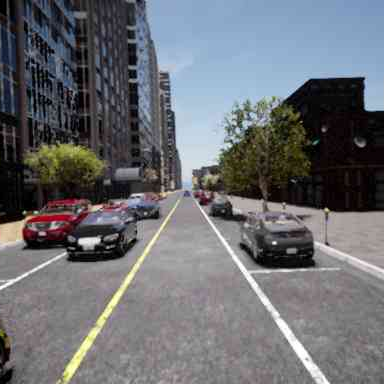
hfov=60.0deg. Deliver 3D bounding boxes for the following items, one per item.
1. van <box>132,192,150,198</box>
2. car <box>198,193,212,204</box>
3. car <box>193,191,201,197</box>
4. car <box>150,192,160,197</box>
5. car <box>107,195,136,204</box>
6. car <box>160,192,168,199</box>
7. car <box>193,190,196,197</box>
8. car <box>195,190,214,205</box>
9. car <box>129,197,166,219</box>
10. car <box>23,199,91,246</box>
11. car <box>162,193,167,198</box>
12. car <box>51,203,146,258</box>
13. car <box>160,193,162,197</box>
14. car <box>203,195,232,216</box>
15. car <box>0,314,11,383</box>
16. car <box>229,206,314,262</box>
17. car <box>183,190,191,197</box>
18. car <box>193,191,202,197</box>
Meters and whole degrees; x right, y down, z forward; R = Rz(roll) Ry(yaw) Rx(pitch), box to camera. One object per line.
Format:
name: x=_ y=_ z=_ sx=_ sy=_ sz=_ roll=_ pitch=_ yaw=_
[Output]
van: x=-6.292 y=1.111 z=38.696 sx=1.690 sy=1.788 sz=3.998 roll=-3 pitch=1 yaw=-1
car: x=1.920 y=0.894 z=50.050 sx=1.752 sy=1.417 sz=4.829 roll=-3 pitch=1 yaw=-1
car: x=1.334 y=0.536 z=88.616 sx=1.802 sy=1.307 sz=4.206 roll=-3 pitch=1 yaw=-1
car: x=-6.462 y=0.966 z=49.763 sx=2.192 sy=1.841 sz=5.009 roll=-3 pitch=1 yaw=-1
car: x=-6.119 y=1.337 z=26.902 sx=1.967 sy=1.590 sz=4.097 roll=-3 pitch=1 yaw=-1
car: x=-6.957 y=0.822 z=82.799 sx=1.752 sy=1.417 sz=4.829 roll=-3 pitch=1 yaw=-1
car: x=1.574 y=0.448 z=72.013 sx=2.192 sy=1.841 sz=5.009 roll=-3 pitch=1 yaw=-1
car: x=1.997 y=0.745 z=44.344 sx=2.192 sy=1.841 sz=5.009 roll=-3 pitch=1 yaw=-1
car: x=-3.478 y=1.375 z=26.571 sx=1.994 sy=1.385 sz=4.181 roll=-2 pitch=1 yaw=-1
car: x=-6.047 y=1.333 z=15.831 sx=2.192 sy=1.841 sz=5.009 roll=-3 pitch=1 yaw=-1
car: x=-6.705 y=1.017 z=66.368 sx=1.887 sy=1.381 sz=4.507 roll=-3 pitch=1 yaw=-1
car: x=-3.290 y=1.450 z=12.915 sx=2.128 sy=1.511 sz=4.902 roll=-2 pitch=1 yaw=-1
car: x=-6.534 y=1.119 z=55.130 sx=1.752 sy=1.417 sz=4.829 roll=-3 pitch=1 yaw=-1
car: x=2.284 y=1.166 z=27.011 sx=2.008 sy=1.369 sz=4.403 roll=-3 pitch=1 yaw=-1
car: x=-3.129 y=1.636 z=2.240 sx=1.994 sy=1.385 sz=4.181 roll=-2 pitch=1 yaw=-1
car: x=2.644 y=1.331 z=11.148 sx=2.008 sy=1.369 sz=4.403 roll=-3 pitch=1 yaw=-1
car: x=-1.366 y=0.494 z=89.825 sx=1.882 sy=1.535 sz=5.008 roll=-2 pitch=1 yaw=-1
car: x=1.418 y=0.579 z=83.082 sx=1.947 sy=1.339 sz=4.313 roll=-3 pitch=1 yaw=-1
